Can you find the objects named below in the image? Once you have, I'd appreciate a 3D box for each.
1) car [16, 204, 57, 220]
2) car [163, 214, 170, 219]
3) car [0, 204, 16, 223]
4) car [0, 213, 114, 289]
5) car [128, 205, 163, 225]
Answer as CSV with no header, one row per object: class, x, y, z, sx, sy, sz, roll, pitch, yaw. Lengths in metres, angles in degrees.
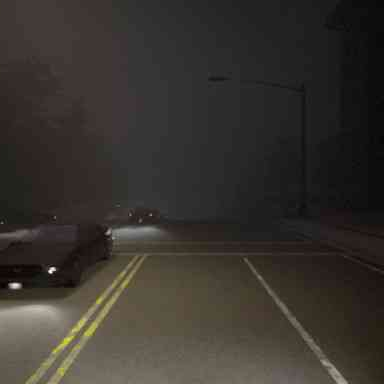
car,-11.373,1.511,21.994,5.357,1.411,2.033,1,0,-3
car,-3.578,3.238,39.218,1.895,1.301,4.718,0,-9,0
car,-12.757,1.461,18.265,4.892,1.490,1.837,0,0,1
car,-3.603,1.523,9.436,2.033,1.411,5.357,0,0,0
car,-3.598,1.716,25.535,1.895,1.301,4.718,0,-1,0
